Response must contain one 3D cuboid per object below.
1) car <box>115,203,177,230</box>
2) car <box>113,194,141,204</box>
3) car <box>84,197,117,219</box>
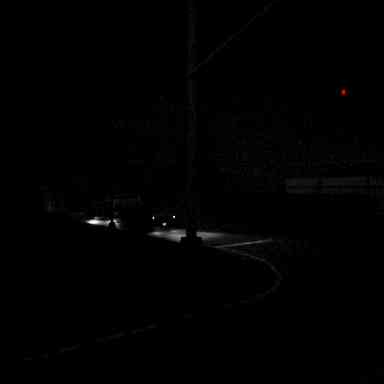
[{"bbox_3d":[-2.948,1.601,21.605,1.895,1.301,4.718,0,0,-37],"label":"car"},{"bbox_3d":[-8.423,1.221,40.288,2.150,2.045,5.566,0,0,31],"label":"car"},{"bbox_3d":[-8.419,1.478,29.850,1.882,1.535,5.008,0,0,-26],"label":"car"}]
